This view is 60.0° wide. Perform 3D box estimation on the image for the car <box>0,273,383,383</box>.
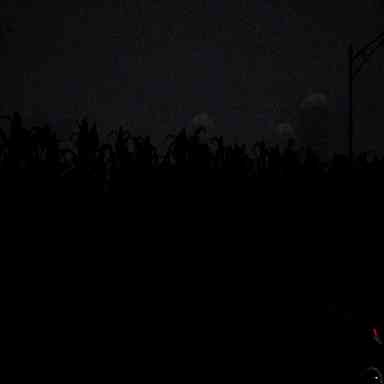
[{"bbox_3d":[-0.034,1.564,3.044,4.181,1.385,1.994,0,0,-35],"label":"car"}]
